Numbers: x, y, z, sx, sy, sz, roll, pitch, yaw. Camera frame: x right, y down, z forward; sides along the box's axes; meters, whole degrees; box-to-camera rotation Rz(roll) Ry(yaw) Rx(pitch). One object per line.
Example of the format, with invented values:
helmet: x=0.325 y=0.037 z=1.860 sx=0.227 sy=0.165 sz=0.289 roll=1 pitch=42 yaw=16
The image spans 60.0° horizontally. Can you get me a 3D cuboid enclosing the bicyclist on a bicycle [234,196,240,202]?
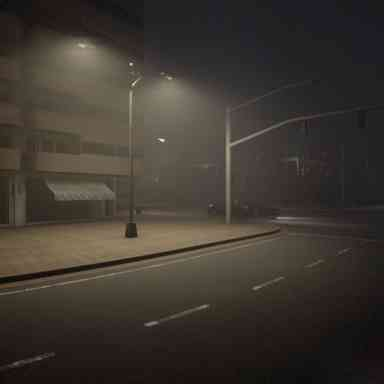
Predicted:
bicyclist on a bicycle: x=6.415 y=1.356 z=46.991 sx=0.582 sy=1.620 sz=1.656 roll=0 pitch=0 yaw=41

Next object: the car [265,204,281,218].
car: x=6.233 y=1.619 z=31.358 sx=4.181 sy=1.385 sz=1.994 roll=0 pitch=0 yaw=41

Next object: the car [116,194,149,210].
car: x=-8.140 y=1.276 z=43.693 sx=5.566 sy=2.045 sz=2.150 roll=0 pitch=0 yaw=41

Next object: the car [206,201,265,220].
car: x=3.464 y=1.547 z=28.924 sx=4.902 sy=1.511 sz=2.128 roll=0 pitch=0 yaw=43

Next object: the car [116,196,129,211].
car: x=-10.068 y=1.546 z=40.737 sx=4.902 sy=1.511 sz=2.128 roll=0 pitch=0 yaw=41
